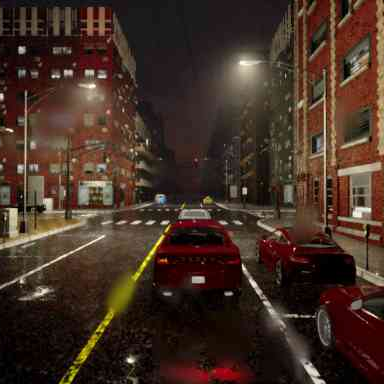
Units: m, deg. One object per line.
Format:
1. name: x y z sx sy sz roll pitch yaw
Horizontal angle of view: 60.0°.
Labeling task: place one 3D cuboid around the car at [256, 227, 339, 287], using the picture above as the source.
1. car: 2.851 1.584 8.967 1.802 1.307 4.206 1 0 0

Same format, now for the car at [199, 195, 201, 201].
1. car: 2.823 1.572 80.831 1.887 1.381 4.507 1 0 0

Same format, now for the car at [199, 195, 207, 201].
1. car: 2.831 1.597 86.482 1.947 1.339 4.313 1 0 0

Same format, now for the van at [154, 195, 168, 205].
1. van: -5.588 1.359 58.273 1.690 1.788 3.998 1 0 0

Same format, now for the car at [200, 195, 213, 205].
1. car: 2.789 1.543 58.391 1.752 1.417 4.829 1 0 0

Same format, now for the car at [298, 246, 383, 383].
1. car: 2.672 1.583 3.311 1.802 1.307 4.206 1 0 0

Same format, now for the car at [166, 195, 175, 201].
1. car: -5.549 1.582 86.534 2.008 1.369 4.403 1 0 0

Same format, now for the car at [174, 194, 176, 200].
1. car: -5.557 1.553 80.712 1.752 1.417 4.829 1 0 0

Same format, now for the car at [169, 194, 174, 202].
1. car: -5.566 1.607 75.229 1.802 1.307 4.206 1 0 0

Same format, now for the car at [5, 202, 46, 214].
1. car: -18.655 1.730 37.382 4.313 1.339 1.947 0 -1 0

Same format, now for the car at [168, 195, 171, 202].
1. car: -5.583 1.602 63.925 1.802 1.307 4.206 1 0 0

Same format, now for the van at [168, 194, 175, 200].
1. van: -5.537 1.376 92.186 1.690 1.788 3.998 1 0 0

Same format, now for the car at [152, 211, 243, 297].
1. car: 0.111 1.480 8.649 1.882 1.535 5.008 0 0 0
